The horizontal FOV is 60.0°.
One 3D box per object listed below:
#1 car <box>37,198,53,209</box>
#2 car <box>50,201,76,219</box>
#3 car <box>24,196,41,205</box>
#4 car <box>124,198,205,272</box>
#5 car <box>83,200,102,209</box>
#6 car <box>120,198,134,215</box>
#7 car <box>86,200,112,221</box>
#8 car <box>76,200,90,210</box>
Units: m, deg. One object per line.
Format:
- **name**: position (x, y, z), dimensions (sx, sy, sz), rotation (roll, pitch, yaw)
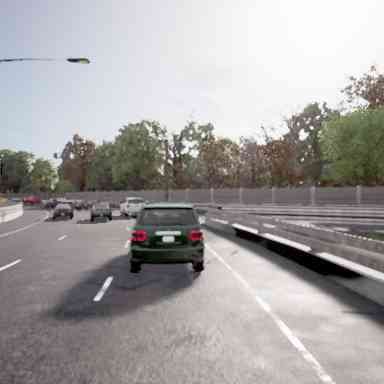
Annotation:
- **car**: position (-25.228, 2.192, 58.267), dimensions (1.837, 1.490, 4.892), rotation (1, -1, -34)
- **car**: position (-12.926, 1.918, 33.517), dimensions (1.812, 1.442, 4.674), rotation (0, 0, -19)
- **car**: position (-37.383, 2.012, 78.187), dimensions (5.566, 2.045, 2.150), rotation (-1, -1, 42)
- **car**: position (-0.893, 1.351, 11.465), dimensions (2.150, 2.045, 5.566), rotation (0, 0, -6)
- **car**: position (-18.051, 2.182, 60.277), dimensions (2.128, 1.511, 4.902), rotation (0, -1, -31)
- **car**: position (-6.688, 1.638, 36.989), dimensions (2.150, 2.045, 5.566), rotation (0, -1, -19)
- **car**: position (-8.593, 1.852, 31.445), dimensions (2.128, 1.511, 4.902), rotation (0, 0, -16)
- **car**: position (-18.319, 2.225, 53.928), dimensions (1.895, 1.301, 4.718), rotation (0, -1, -30)
